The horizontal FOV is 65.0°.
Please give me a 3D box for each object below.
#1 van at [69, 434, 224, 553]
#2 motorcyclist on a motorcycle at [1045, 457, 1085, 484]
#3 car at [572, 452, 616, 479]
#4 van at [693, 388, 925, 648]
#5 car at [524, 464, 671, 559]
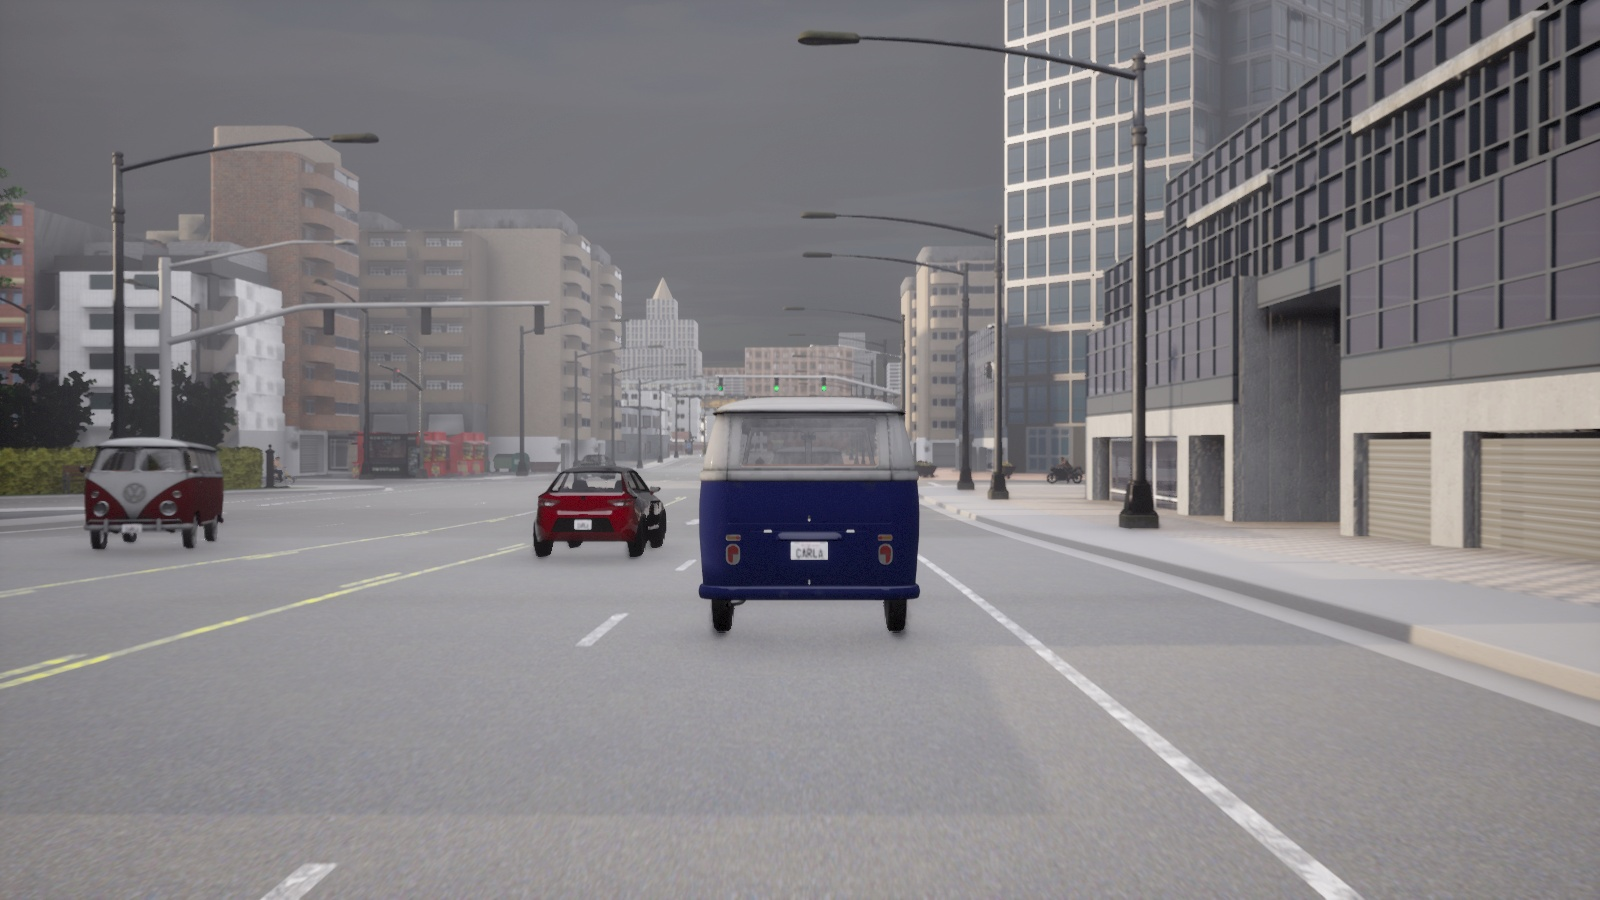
[{"bbox_3d":[-11.970,0.773,23.295,1.775,1.987,4.442,0,-1,-17],"label":"van"},{"bbox_3d":[14.691,1.128,69.620,2.044,1.523,0.797,0,0,1],"label":"motorcyclist on a motorcycle"},{"bbox_3d":[-13.514,1.002,82.656,2.097,1.767,4.553,0,0,0],"label":"car"},{"bbox_3d":[0.083,0.552,11.843,1.775,1.987,4.442,0,-1,0],"label":"van"},{"bbox_3d":[-3.362,1.004,21.582,1.816,1.474,4.193,0,-1,0],"label":"car"}]
